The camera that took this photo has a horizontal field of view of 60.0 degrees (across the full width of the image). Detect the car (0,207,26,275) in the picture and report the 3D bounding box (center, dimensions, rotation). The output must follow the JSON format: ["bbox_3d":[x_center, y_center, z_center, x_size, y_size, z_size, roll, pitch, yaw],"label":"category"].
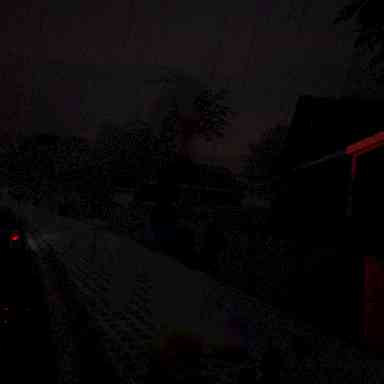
[{"bbox_3d":[-6.082,1.186,9.739,2.097,1.767,4.553,6,-2,-28],"label":"car"}]
